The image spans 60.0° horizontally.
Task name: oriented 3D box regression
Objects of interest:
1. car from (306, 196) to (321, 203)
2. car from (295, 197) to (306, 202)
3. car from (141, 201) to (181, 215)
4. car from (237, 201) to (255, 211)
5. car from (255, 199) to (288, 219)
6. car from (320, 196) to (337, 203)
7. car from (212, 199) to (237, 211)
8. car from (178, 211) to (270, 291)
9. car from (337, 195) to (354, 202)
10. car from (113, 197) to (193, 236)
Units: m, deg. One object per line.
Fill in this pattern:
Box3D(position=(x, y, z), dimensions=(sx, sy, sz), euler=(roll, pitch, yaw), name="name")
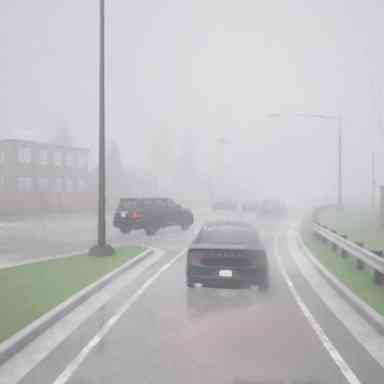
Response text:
Box3D(position=(30.899, 1.852, 83.709), dimensions=(1.882, 1.535, 5.008), euler=(0, 0, 33), name="car")
Box3D(position=(27.957, 1.906, 85.605), dimensions=(2.128, 1.511, 4.902), euler=(0, 0, 33), name="car")
Box3D(position=(-3.350, 1.761, 36.867), dimensions=(1.895, 1.301, 4.718), euler=(0, 0, 33), name="car")
Box3D(position=(7.694, 1.745, 41.075), dimensions=(1.994, 1.385, 4.181), euler=(0, 0, 33), name="car")
Box3D(position=(7.766, 1.491, 31.497), dimensions=(2.097, 1.767, 4.553), euler=(0, 0, 23), name="car")
Box3D(position=(33.840, 1.892, 81.812), dimensions=(2.128, 1.511, 4.902), euler=(0, 0, 33), name="car")
Box3D(position=(4.244, 1.689, 42.182), dimensions=(1.837, 1.490, 4.892), euler=(0, -1, 33), name="car")
Box3D(position=(1.026, 1.519, 9.263), dimensions=(1.882, 1.535, 5.008), euler=(0, 0, 8), name="car")
Box3D(position=(36.989, 1.913, 80.237), dimensions=(1.994, 1.385, 4.181), euler=(0, 0, 33), name="car")
Box3D(position=(-2.095, 1.308, 19.437), dimensions=(2.150, 2.045, 5.566), euler=(0, 0, 33), name="car")
